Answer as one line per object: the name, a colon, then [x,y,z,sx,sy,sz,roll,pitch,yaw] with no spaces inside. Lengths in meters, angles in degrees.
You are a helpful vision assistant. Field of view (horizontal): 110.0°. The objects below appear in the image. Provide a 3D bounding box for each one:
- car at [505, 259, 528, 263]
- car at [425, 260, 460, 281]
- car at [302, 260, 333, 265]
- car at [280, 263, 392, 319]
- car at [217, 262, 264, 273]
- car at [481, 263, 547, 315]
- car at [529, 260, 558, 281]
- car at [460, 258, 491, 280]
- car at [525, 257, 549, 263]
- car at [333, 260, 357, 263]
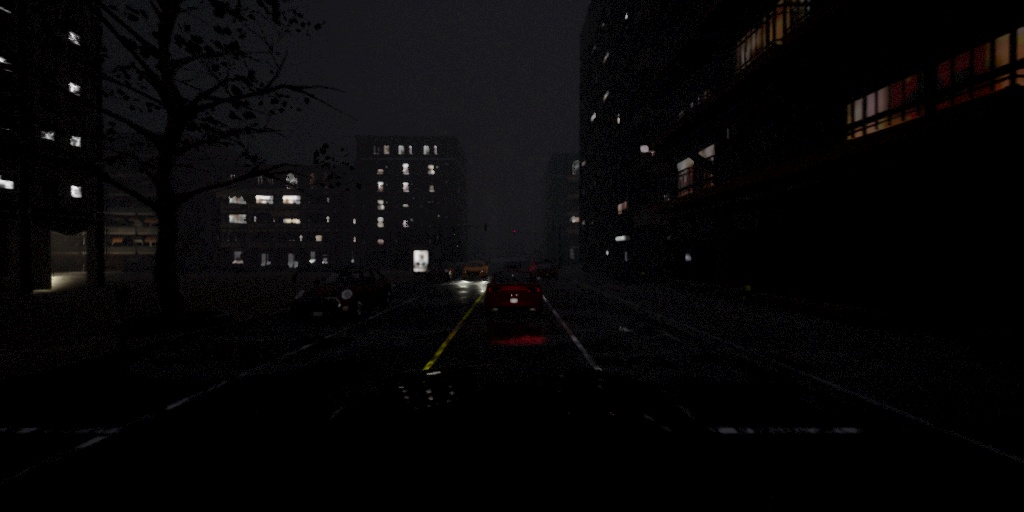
car: [0.066,1.199,28.976,1.837,1.490,4.892,0,0,0]
car: [-5.709,1.134,29.086,1.967,1.591,4.097,0,0,0]
car: [-27.993,1.626,50.858,4.403,1.370,2.007,0,0,0]
car: [-5.699,1.166,12.504,1.967,1.591,4.097,0,0,0]
car: [-38.422,1.771,50.822,4.507,1.381,1.888,0,0,0]
car: [0.074,1.202,13.455,1.882,1.535,5.008,0,0,0]
car: [2.672,1.240,29.090,1.888,1.381,4.507,0,0,0]
car: [-3.107,1.169,31.003,1.882,1.535,5.008,0,0,0]
car: [2.668,1.001,34.618,2.192,1.841,5.009,0,0,0]
car: [-22.424,1.545,50.901,4.403,1.370,2.007,0,0,0]
